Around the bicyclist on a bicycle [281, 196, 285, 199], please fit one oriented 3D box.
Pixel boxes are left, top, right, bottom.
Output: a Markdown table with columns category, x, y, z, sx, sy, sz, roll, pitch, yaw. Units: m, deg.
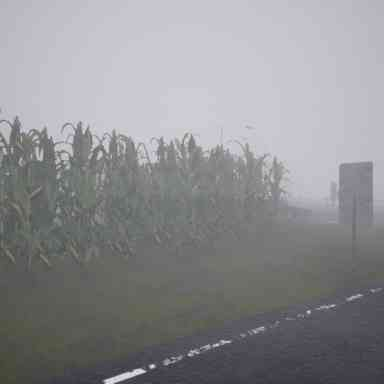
| category | x | y | z | sx | sy | sz | roll | pitch | yaw |
| --- | --- | --- | --- | --- | --- | --- | --- | --- | --- |
| bicyclist on a bicycle | 9.327 | 1.246 | 34.080 | 1.656 | 1.620 | 0.582 | -1 | 1 | -36 |

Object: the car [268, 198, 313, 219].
| category | x | y | z | sx | sy | sz | roll | pitch | yaw |
| --- | --- | --- | --- | --- | --- | --- | --- | --- | --- |
| car | 7.260 | 1.253 | 26.739 | 1.882 | 1.535 | 5.008 | 1 | 0 | -36 |
